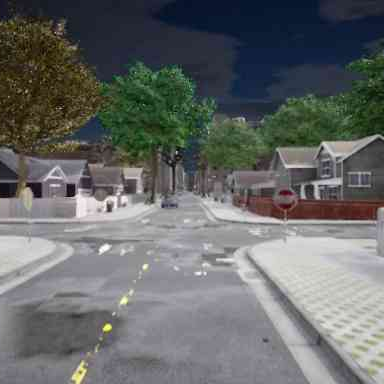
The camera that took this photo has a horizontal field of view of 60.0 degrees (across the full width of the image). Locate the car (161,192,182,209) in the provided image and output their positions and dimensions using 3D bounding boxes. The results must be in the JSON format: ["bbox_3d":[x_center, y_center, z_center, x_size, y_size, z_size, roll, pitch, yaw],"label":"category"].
[{"bbox_3d":[-2.769,1.150,42.109,2.097,1.767,4.553,0,0,0],"label":"car"}]
